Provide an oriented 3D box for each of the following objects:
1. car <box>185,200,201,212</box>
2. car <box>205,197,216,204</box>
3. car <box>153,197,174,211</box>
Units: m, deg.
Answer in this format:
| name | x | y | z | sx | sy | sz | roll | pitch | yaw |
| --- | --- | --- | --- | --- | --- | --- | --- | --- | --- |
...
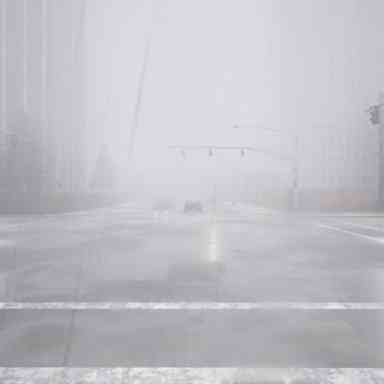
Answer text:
| name | x | y | z | sx | sy | sz | roll | pitch | yaw |
| --- | --- | --- | --- | --- | --- | --- | --- | --- | --- |
| car | 0.122 | 1.601 | 38.849 | 1.895 | 1.301 | 4.718 | 0 | 0 | 0 |
| car | 3.535 | 1.601 | 64.979 | 1.895 | 1.301 | 4.718 | 0 | 0 | 0 |
| car | -3.577 | 1.564 | 40.754 | 1.994 | 1.385 | 4.181 | 0 | 0 | 0 |
